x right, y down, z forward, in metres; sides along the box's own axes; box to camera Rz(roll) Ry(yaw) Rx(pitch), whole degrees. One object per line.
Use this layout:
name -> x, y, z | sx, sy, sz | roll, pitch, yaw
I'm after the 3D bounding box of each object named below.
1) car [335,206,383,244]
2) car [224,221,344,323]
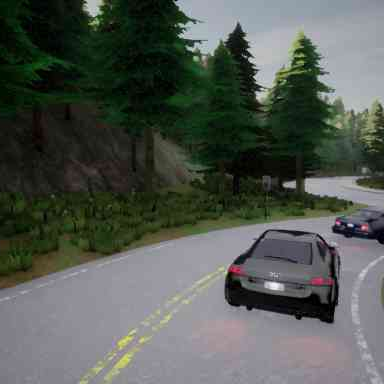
car -> 8.582, 1.371, 14.943 | 5.357, 1.411, 2.033 | -1, 5, -33
car -> 2.205, 1.532, 7.417 | 1.994, 1.385, 4.181 | 2, 1, 24
